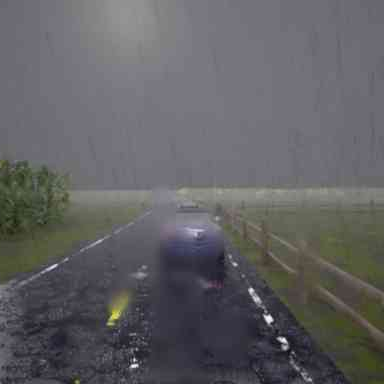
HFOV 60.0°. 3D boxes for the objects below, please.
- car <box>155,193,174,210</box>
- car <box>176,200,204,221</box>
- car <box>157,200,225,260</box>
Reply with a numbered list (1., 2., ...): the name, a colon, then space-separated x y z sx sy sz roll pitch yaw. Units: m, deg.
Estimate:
1. car: -3.469 1.196 42.828 2.150 2.045 5.566 0 0 -1
2. car: -0.207 1.480 28.124 2.128 1.511 4.902 0 0 -1
3. car: 0.011 1.350 12.626 2.097 1.767 4.553 0 0 0
